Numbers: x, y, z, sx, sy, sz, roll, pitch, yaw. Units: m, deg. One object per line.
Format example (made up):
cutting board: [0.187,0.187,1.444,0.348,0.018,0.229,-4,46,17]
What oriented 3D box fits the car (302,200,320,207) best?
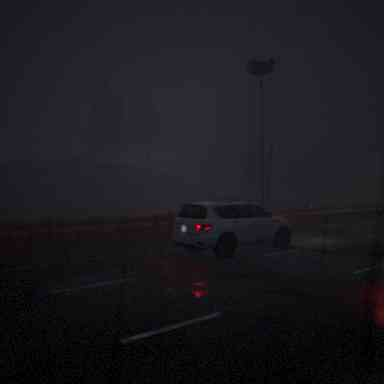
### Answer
car: [18.272,1.994,49.354,4.892,1.490,1.837,1,-1,-38]

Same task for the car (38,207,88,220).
car: [-11.703,2.058,30.248,4.181,1.385,1.994,0,-1,-38]

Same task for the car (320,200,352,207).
car: [20.569,1.918,46.705,5.008,1.535,1.882,0,-1,-38]

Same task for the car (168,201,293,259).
car: [1.803,1.387,13.723,5.566,2.045,2.150,0,-1,-38]

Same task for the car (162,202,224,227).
car: [0.097,1.691,26.200,4.553,1.767,2.097,0,-1,-38]
